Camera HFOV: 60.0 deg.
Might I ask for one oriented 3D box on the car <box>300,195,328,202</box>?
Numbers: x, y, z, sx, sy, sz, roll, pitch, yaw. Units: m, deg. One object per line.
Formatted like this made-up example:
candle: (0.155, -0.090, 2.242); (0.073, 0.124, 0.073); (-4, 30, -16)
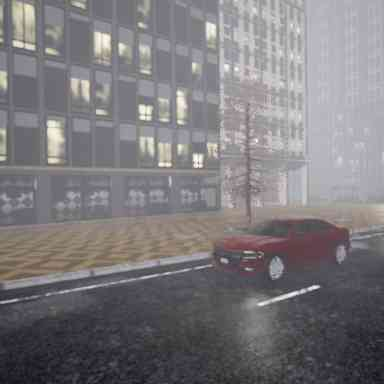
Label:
car: (22.620, 1.152, 60.633); (1.947, 1.339, 4.313); (-1, 1, -37)

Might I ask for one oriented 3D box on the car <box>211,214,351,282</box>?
car: (2.789, 1.457, 9.918); (5.008, 1.535, 1.882); (0, 0, -38)

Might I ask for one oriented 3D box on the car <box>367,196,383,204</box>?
car: (29.433, 1.232, 51.531); (1.947, 1.339, 4.313); (-1, 1, -37)

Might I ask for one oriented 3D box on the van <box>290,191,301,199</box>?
van: (22.463, 0.674, 74.779); (1.690, 1.788, 3.998); (-1, 1, -37)

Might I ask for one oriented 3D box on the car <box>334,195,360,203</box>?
car: (26.010, 1.208, 56.071); (1.802, 1.307, 4.206); (-1, 1, -37)
